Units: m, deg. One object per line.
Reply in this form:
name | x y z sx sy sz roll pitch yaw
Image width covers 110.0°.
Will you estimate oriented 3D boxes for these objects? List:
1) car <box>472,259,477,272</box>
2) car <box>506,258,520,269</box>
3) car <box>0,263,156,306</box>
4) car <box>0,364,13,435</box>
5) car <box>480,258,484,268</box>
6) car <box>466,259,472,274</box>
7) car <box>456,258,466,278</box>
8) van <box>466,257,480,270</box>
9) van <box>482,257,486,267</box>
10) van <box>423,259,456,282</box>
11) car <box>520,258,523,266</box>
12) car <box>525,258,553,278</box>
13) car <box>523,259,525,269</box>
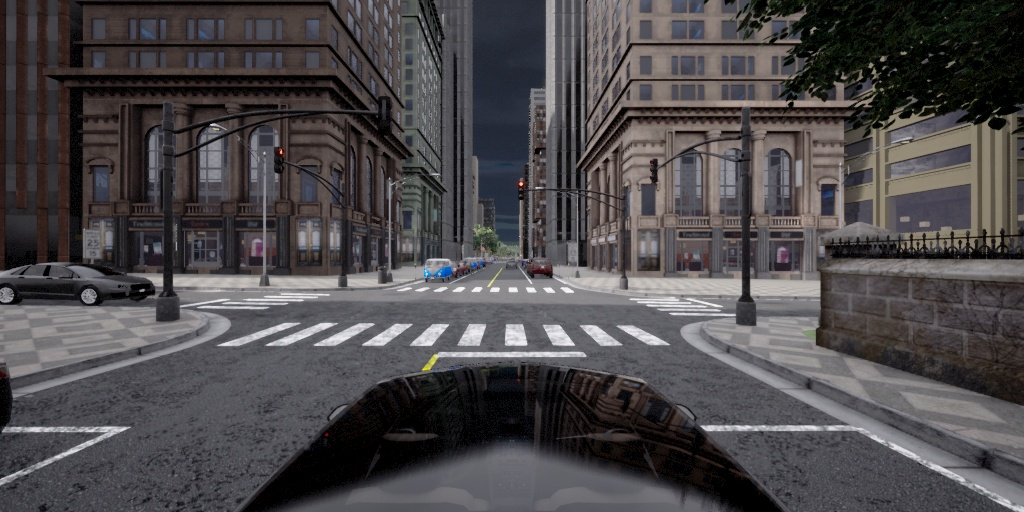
car | -5.864 1.351 44.670 1.948 1.339 4.313 0 0 0
car | -0.038 1.300 59.876 2.128 1.511 4.902 0 0 0
car | -16.518 1.024 13.616 4.892 1.490 1.837 1 0 -1
car | -5.762 1.316 1.691 1.948 1.339 4.313 0 0 0
car | -5.890 1.346 55.553 1.888 1.381 4.507 0 0 0
car | -5.851 1.322 39.229 1.888 1.381 4.507 0 0 0
car | -5.838 1.210 33.789 1.967 1.591 4.097 0 0 0
van | -5.877 1.134 50.112 1.690 1.789 3.998 0 0 0
van | -5.903 1.150 60.995 1.690 1.789 3.998 0 0 0
van | -5.825 1.105 28.348 1.690 1.789 3.998 0 0 0
car | 2.635 1.352 55.580 2.007 1.370 4.403 0 0 0
car | 2.687 1.085 33.818 2.192 1.841 5.009 0 0 0
car | 2.674 1.092 39.258 2.192 1.841 5.009 0 0 0
